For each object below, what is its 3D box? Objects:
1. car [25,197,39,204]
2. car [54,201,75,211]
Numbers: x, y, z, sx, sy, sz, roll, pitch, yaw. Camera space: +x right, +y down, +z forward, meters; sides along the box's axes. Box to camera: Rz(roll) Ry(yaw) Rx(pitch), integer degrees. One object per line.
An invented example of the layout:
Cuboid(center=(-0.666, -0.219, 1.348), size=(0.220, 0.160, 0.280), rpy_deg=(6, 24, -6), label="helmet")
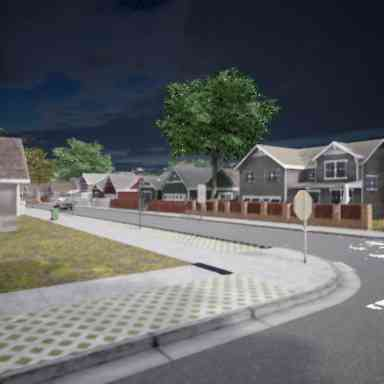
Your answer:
Cuboid(center=(-38.971, 2.231, 81.556), size=(1.994, 1.385, 4.181), rpy_deg=(0, -1, -35), label="car")
Cuboid(center=(-18.190, 1.919, 47.263), size=(2.033, 1.411, 5.357), rpy_deg=(0, -1, -35), label="car")
